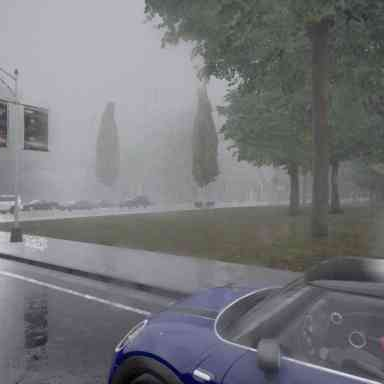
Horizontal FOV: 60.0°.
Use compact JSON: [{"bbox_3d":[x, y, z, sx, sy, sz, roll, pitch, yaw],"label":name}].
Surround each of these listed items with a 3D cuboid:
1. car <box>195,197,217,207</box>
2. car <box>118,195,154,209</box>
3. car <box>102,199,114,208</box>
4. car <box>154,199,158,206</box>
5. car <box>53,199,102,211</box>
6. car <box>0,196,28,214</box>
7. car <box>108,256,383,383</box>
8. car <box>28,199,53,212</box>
[{"bbox_3d":[2.415,1.712,57.429,2.097,1.767,4.553,0,-1,35],"label":"car"},{"bbox_3d":[-9.113,1.513,52.615,2.150,2.045,5.566,0,0,36],"label":"car"},{"bbox_3d":[-14.077,1.835,51.192,1.994,1.385,4.181,0,0,35],"label":"car"},{"bbox_3d":[-8.131,1.834,59.636,2.128,1.511,4.902,0,0,36],"label":"car"},{"bbox_3d":[-15.102,1.777,44.062,2.033,1.411,5.357,0,0,35],"label":"car"},{"bbox_3d":[-21.065,1.398,35.546,2.150,2.045,5.566,0,0,34],"label":"car"},{"bbox_3d":[1.416,1.352,2.679,4.553,1.767,2.097,0,0,36],"label":"car"},{"bbox_3d":[-19.759,1.694,43.073,1.882,1.535,5.008,0,0,35],"label":"car"}]
